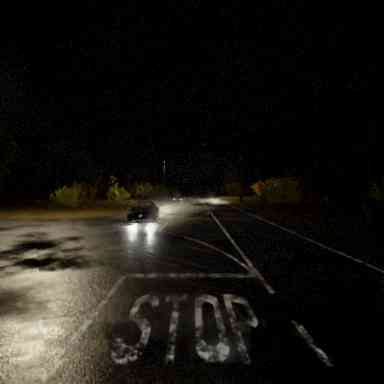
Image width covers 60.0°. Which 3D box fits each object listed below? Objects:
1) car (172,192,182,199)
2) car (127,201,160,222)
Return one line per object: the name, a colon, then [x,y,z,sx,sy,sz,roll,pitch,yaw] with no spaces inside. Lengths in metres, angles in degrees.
car: [-3.442,0.707,79.131,2.097,1.767,4.553,0,1,2]
car: [-3.454,1.390,24.278,1.994,1.385,4.181,0,0,0]
